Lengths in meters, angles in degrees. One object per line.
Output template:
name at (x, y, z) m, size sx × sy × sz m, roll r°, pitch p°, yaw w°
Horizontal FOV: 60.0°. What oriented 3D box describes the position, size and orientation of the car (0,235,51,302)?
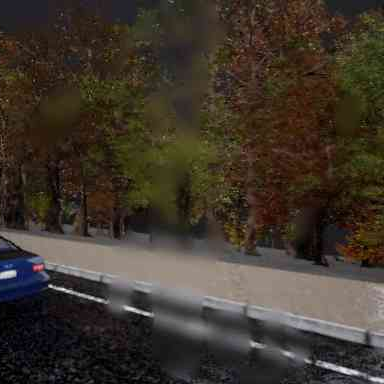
car at (-5.412, 1.566, 7.553) m, size 5.357 × 1.411 × 2.033 m, roll 0°, pitch 0°, yaw 35°
